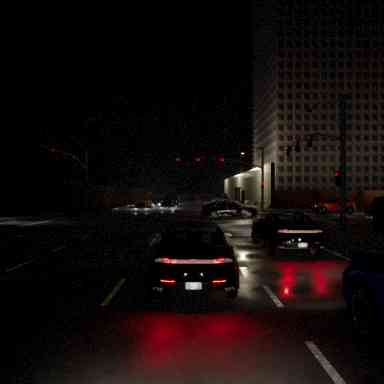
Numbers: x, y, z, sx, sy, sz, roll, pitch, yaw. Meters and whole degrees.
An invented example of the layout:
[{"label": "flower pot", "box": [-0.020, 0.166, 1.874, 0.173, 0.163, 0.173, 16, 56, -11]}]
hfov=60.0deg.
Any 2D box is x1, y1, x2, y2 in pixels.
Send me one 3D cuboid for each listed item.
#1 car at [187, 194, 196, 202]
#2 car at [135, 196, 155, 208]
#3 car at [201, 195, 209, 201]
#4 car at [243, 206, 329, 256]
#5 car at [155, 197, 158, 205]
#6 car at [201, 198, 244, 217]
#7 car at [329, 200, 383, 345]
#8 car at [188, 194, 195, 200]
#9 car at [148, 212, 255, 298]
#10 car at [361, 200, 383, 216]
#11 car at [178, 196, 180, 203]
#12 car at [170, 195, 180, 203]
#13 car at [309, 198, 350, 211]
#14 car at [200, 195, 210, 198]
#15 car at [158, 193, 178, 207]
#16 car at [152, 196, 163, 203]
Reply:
[{"label": "car", "box": [-0.096, 1.347, 78.741, 2.097, 1.767, 4.553, 0, 0, 0]}, {"label": "car", "box": [-7.151, 1.478, 49.244, 1.882, 1.535, 5.008, 0, 0, 0]}, {"label": "car", "box": [3.391, 1.500, 89.093, 1.837, 1.490, 4.892, 0, 0, 0]}, {"label": "car", "box": [3.565, 1.492, 13.088, 2.128, 1.511, 4.902, 0, 0, 0]}, {"label": "car", "box": [-7.151, 1.478, 58.566, 1.882, 1.535, 5.008, 0, 0, 0]}, {"label": "car", "box": [3.200, 1.536, 28.486, 4.892, 1.490, 1.837, 0, 0, 0]}, {"label": "car", "box": [3.596, 1.221, 3.242, 2.150, 2.045, 5.566, 0, 0, 0]}, {"label": "car", "box": [-0.109, 1.328, 88.994, 1.837, 1.490, 4.892, 0, 0, 0]}, {"label": "car", "box": [0.046, 1.492, 8.470, 2.128, 1.511, 4.902, 0, 0, 0]}, {"label": "car", "box": [19.374, 1.533, 32.239, 5.008, 1.535, 1.882, 0, 0, 0]}, {"label": "car", "box": [-3.637, 1.221, 60.948, 2.150, 2.045, 5.566, 0, 0, 0]}, {"label": "car", "box": [-3.587, 1.478, 71.097, 1.882, 1.535, 5.008, 0, 0, 0]}, {"label": "car", "box": [14.989, 1.407, 35.726, 4.553, 1.767, 2.097, 0, 0, 0]}, {"label": "car", "box": [3.404, 1.524, 78.788, 1.812, 1.442, 4.674, 0, 0, 0]}, {"label": "car", "box": [-3.649, 1.352, 51.359, 2.097, 1.767, 4.553, 0, 0, 0]}, {"label": "car", "box": [-7.085, 1.601, 68.729, 1.895, 1.301, 4.718, 0, 0, 0]}]
